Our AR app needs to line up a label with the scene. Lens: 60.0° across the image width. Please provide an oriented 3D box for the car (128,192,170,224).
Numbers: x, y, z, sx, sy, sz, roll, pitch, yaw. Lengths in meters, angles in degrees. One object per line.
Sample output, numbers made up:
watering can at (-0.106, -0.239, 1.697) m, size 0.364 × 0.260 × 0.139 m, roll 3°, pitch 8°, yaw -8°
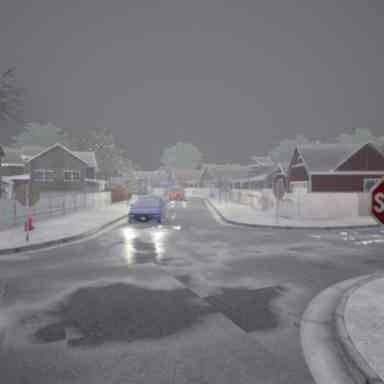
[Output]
car at (-2.629, 1.040, 20.331) m, size 1.882 × 1.535 × 5.008 m, roll 0°, pitch 3°, yaw 0°

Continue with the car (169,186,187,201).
car at (-1.953, 0.283, 45.493) m, size 2.150 × 2.045 × 5.566 m, roll 0°, pitch 3°, yaw -5°

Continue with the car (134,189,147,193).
car at (-10.560, 0.075, 68.065) m, size 2.033 × 1.411 × 5.357 m, roll 0°, pitch 1°, yaw -23°
